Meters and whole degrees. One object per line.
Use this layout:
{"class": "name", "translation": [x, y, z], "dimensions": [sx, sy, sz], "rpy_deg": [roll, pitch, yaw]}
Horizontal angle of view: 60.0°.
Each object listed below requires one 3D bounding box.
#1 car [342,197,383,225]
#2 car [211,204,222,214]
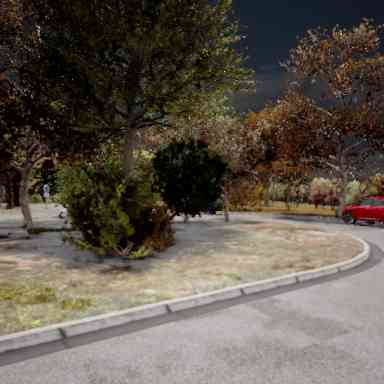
{"class": "car", "translation": [12.779, 1.332, 22.455], "dimensions": [2.150, 2.045, 5.566], "rpy_deg": [1, 0, -18]}
{"class": "car", "translation": [0.292, 1.226, 33.816], "dimensions": [5.566, 2.045, 2.150], "rpy_deg": [1, 0, 21]}
